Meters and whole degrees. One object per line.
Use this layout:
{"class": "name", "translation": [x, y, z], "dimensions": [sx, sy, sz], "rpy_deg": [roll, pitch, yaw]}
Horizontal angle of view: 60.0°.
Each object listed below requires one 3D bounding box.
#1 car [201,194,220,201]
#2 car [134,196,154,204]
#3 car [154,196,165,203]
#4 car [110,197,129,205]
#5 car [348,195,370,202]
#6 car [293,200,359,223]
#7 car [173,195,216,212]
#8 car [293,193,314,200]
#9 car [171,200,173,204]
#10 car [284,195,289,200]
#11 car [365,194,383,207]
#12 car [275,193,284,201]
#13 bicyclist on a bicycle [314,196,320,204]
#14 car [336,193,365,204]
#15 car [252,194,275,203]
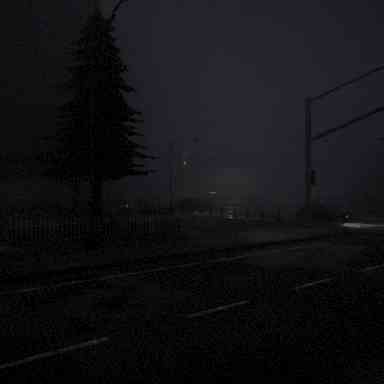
{"class": "car", "translation": [1.463, 1.491, 49.916], "dimensions": [2.128, 1.511, 4.902], "rpy_deg": [0, 0, -36]}
{"class": "car", "translation": [-9.866, 1.564, 65.615], "dimensions": [1.994, 1.385, 4.181], "rpy_deg": [0, 0, -36]}
{"class": "car", "translation": [-7.536, 1.547, 68.216], "dimensions": [2.033, 1.411, 5.357], "rpy_deg": [0, 0, -36]}
{"class": "car", "translation": [-12.504, 1.565, 57.142], "dimensions": [1.994, 1.385, 4.181], "rpy_deg": [0, 0, -36]}
{"class": "car", "translation": [37.034, 1.364, 73.941], "dimensions": [1.784, 1.438, 3.905], "rpy_deg": [0, 0, -36]}
{"class": "car", "translation": [9.990, 1.564, 25.323], "dimensions": [1.994, 1.385, 4.181], "rpy_deg": [0, 0, -31]}
{"class": "car", "translation": [0.263, 1.477, 39.271], "dimensions": [1.882, 1.535, 5.008], "rpy_deg": [0, 0, -36]}
{"class": "car", "translation": [20.951, 1.395, 62.403], "dimensions": [1.970, 1.475, 3.806], "rpy_deg": [0, 0, -36]}
{"class": "car", "translation": [-2.087, 1.564, 60.749], "dimensions": [1.994, 1.385, 4.181], "rpy_deg": [0, 0, -35]}
{"class": "car", "translation": [21.363, 1.153, 81.327], "dimensions": [1.932, 1.855, 4.605], "rpy_deg": [0, 0, -36]}
{"class": "car", "translation": [26.528, 1.153, 44.983], "dimensions": [1.932, 1.855, 4.605], "rpy_deg": [0, 0, -36]}
{"class": "car", "translation": [19.210, 1.364, 79.725], "dimensions": [1.784, 1.438, 3.905], "rpy_deg": [0, 0, -36]}
{"class": "bicyclist on a bicycle", "translation": [15.931, 1.302, 42.301], "dimensions": [1.656, 1.620, 0.582], "rpy_deg": [0, 0, -36]}
{"class": "car", "translation": [34.641, 1.153, 72.308], "dimensions": [1.932, 1.855, 4.605], "rpy_deg": [0, 0, -36]}
{"class": "car", "translation": [16.855, 1.395, 78.041], "dimensions": [1.970, 1.475, 3.806], "rpy_deg": [0, 0, -36]}
